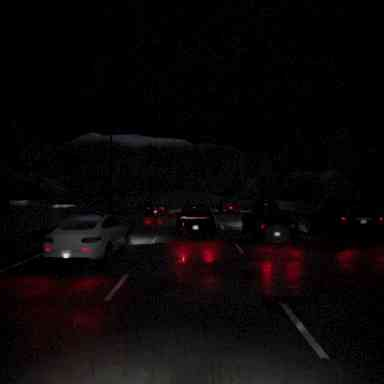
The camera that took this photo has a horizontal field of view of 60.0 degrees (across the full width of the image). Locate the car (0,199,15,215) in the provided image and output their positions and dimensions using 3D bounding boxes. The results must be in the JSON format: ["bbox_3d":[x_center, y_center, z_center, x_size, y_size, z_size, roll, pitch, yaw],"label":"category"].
[{"bbox_3d":[-13.988,1.222,22.442,2.097,1.767,4.553,0,0,0],"label":"car"}]

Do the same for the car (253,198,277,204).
[{"bbox_3d":[7.265,1.408,33.140,1.837,1.490,4.892,0,0,0],"label":"car"}]

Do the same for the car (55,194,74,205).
[{"bbox_3d":[-24.177,1.394,63.874,2.150,2.045,5.566,0,-1,0],"label":"car"}]

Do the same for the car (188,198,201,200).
[{"bbox_3d":[0.273,1.380,34.593,1.882,1.535,5.008,0,0,0],"label":"car"}]

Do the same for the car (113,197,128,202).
[{"bbox_3d":[-13.695,1.652,63.912,1.882,1.535,5.008,0,-1,1],"label":"car"}]

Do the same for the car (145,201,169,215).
[{"bbox_3d":[-3.242,1.490,31.886,1.895,1.301,4.718,0,0,0],"label":"car"}]

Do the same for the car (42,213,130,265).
[{"bbox_3d":[-3.352,1.438,11.196,1.812,1.442,4.674,0,0,0],"label":"car"}]

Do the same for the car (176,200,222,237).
[{"bbox_3d":[0.183,1.382,17.452,2.128,1.511,4.902,0,0,0],"label":"car"}]

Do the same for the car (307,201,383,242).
[{"bbox_3d":[7.175,1.254,15.998,2.097,1.767,4.553,0,0,0],"label":"car"}]

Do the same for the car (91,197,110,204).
[{"bbox_3d":[-17.191,1.649,63.913,1.882,1.535,5.008,0,-1,1],"label":"car"}]

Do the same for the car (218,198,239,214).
[{"bbox_3d":[3.772,1.383,34.564,1.882,1.535,5.008,0,0,0],"label":"car"}]

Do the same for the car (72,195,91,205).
[{"bbox_3d":[-20.684,1.679,63.902,2.128,1.511,4.902,0,-1,1],"label":"car"}]

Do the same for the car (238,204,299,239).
[{"bbox_3d":[3.679,1.497,16.489,1.895,1.301,4.718,0,0,0],"label":"car"}]
